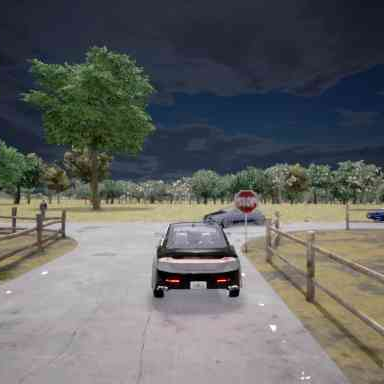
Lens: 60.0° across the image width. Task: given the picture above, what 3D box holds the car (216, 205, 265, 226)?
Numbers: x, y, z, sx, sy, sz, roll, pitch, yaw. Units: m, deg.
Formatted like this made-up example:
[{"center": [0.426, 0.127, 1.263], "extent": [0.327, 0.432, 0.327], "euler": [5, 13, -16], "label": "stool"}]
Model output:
[{"center": [2.717, 1.584, 21.692], "extent": [4.181, 1.385, 1.994], "euler": [0, 0, -29], "label": "car"}]

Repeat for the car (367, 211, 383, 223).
[{"center": [15.280, 1.478, 23.983], "extent": [5.008, 1.535, 1.882], "euler": [0, -2, 1], "label": "car"}]

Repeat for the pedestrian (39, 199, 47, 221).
[{"center": [-12.116, 1.439, 27.076], "extent": [0.375, 1.860, 0.375], "euler": [0, -1, 0], "label": "pedestrian"}]

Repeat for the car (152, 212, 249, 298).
[{"center": [0.049, 1.505, 8.545], "extent": [2.128, 1.511, 4.902], "euler": [0, 0, -2], "label": "car"}]
